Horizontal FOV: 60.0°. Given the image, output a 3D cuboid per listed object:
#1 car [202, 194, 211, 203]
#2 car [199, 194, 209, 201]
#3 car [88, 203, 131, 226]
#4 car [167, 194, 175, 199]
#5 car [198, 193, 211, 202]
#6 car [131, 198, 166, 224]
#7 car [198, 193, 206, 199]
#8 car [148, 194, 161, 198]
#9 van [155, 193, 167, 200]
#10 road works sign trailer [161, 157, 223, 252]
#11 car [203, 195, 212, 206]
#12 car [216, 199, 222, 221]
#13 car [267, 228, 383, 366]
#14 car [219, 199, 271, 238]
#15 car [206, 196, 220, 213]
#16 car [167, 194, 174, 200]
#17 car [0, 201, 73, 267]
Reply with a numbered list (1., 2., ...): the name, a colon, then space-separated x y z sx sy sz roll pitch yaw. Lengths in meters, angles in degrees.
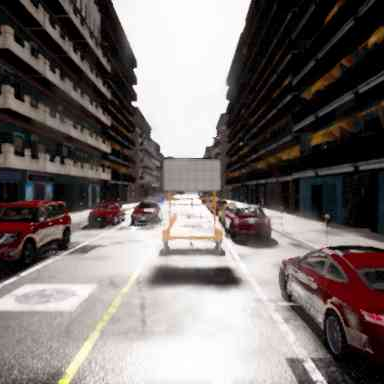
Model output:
1. car: 2.701 1.309 45.390 1.752 1.417 4.829 0 0 0
2. car: 2.710 1.252 73.528 2.008 1.369 4.403 0 0 0
3. car: -5.685 1.427 22.597 1.887 1.381 4.507 0 0 0
4. car: -5.666 1.192 90.370 1.752 1.417 4.829 0 0 0
5. car: 2.706 1.045 62.203 2.192 1.841 5.009 0 0 0
6. car: -3.091 1.404 23.449 1.812 1.442 4.674 0 0 0
7. car: 2.714 1.107 90.513 1.967 1.590 4.097 0 0 0
8. car: -5.679 1.310 45.075 1.752 1.417 4.829 0 0 0
9. van: -5.676 1.086 56.568 1.690 1.788 3.998 0 0 0
10. road works sign trailer: 0.004 0.389 13.532 2.380 3.560 2.880 0 0 0
11. car: 2.700 1.351 39.562 1.887 1.381 4.507 0 0 0
12. car: 2.696 1.407 22.741 1.752 1.417 4.829 0 0 0
13. car: 2.691 1.547 5.590 1.802 1.307 4.206 0 0 0
14. car: 2.694 1.348 16.909 1.967 1.590 4.097 0 0 0
15. car: 2.699 1.377 33.896 1.887 1.381 4.507 0 0 0
16. car: -5.671 1.141 73.554 1.967 1.590 4.097 0 0 0
17. car: -5.688 1.251 11.272 2.192 1.841 5.009 0 0 0
